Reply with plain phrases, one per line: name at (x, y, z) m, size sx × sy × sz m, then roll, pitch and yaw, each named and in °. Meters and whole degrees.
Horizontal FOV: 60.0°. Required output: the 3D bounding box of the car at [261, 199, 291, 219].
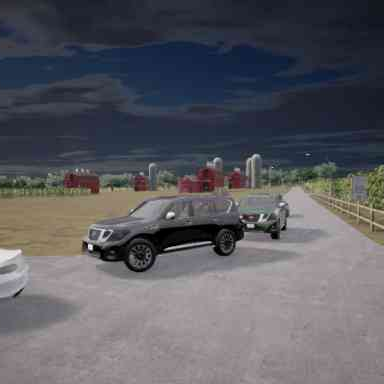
car at (6.868, 1.313, 26.903) m, size 1.994 × 1.385 × 4.181 m, roll 0°, pitch 0°, yaw 18°

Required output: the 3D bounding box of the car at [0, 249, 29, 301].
car at (-5.584, 1.617, 6.066) m, size 4.674 × 1.442 × 1.812 m, roll -2°, pitch 1°, yaw -19°

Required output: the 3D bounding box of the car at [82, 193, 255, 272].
car at (-0.676, 1.143, 10.947) m, size 5.566 × 2.045 × 2.150 m, roll -1°, pitch 1°, yaw -39°

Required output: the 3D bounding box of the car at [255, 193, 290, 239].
car at (3.496, 1.070, 16.805) m, size 2.150 × 2.045 × 5.566 m, roll 0°, pitch 0°, yaw 21°
